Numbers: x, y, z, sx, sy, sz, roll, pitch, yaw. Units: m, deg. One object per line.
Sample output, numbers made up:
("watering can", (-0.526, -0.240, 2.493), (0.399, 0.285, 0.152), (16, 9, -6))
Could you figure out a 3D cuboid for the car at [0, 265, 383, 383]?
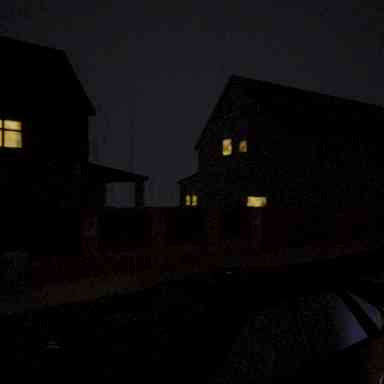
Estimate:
("car", (0.402, 1.541, 3.224), (5.357, 1.411, 2.033), (0, 0, -34))
